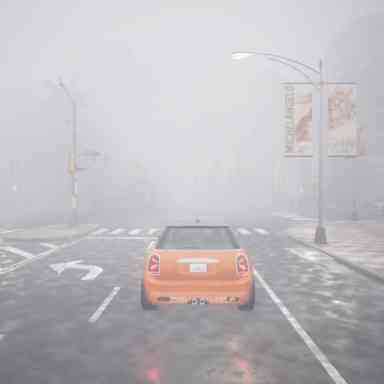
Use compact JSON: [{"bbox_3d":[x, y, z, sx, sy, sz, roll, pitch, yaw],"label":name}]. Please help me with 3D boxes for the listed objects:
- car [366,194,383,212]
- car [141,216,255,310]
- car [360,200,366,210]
[{"bbox_3d":[22.078,1.352,36.239,4.553,1.767,2.097,0,0,1],"label":"car"},{"bbox_3d":[0.111,1.352,7.957,2.097,1.767,4.553,0,0,0],"label":"car"},{"bbox_3d":[23.205,1.221,39.735,5.566,2.045,2.150,0,0,1],"label":"car"}]
